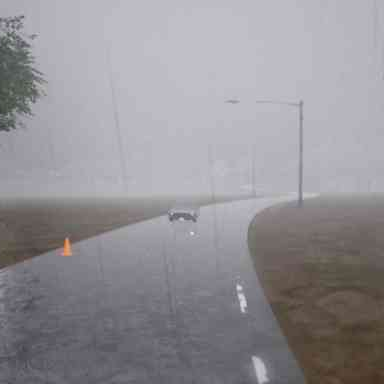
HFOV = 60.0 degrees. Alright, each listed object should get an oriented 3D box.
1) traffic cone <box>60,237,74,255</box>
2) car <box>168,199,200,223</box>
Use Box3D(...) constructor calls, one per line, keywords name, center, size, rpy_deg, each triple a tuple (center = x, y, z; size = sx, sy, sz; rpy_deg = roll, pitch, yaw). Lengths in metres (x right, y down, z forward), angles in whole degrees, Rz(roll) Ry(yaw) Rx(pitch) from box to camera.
Box3D(name="traffic cone", center=(-4.267, 1.833, 11.372), size=(0.340, 0.580, 0.340), rpy_deg=(0, 1, 6))
Box3D(name="car", center=(-0.434, 1.236, 23.391), size=(2.033, 1.411, 5.357), rpy_deg=(1, 2, 4))
